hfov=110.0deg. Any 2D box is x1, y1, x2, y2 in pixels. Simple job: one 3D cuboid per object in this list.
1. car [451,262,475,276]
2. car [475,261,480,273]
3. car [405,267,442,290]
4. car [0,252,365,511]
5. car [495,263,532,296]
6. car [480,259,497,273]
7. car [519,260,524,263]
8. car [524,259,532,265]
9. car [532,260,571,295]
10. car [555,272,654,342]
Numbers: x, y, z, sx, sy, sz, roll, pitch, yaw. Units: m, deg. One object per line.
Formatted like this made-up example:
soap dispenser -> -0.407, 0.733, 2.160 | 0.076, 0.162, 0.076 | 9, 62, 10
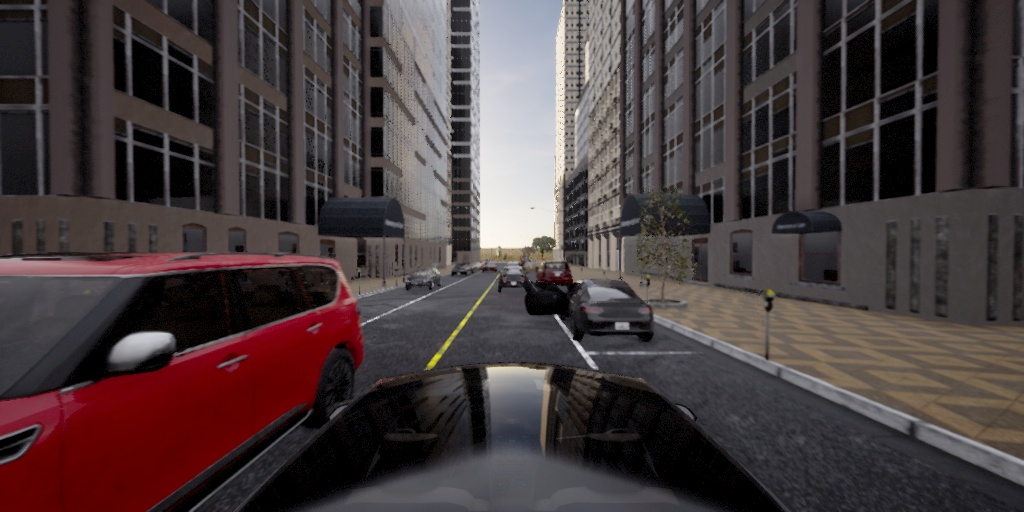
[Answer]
car -> -5.690, 1.531, 40.494 | 1.948, 1.339, 4.313 | 0, 0, 0
car -> -5.690, 1.558, 46.168 | 1.948, 1.339, 4.313 | 0, 0, 0
car -> -5.691, 1.428, 23.470 | 2.007, 1.370, 4.403 | 0, 0, 0
car -> -3.089, 0.978, 2.732 | 2.150, 2.045, 5.566 | 0, 0, 0
car -> 0.097, 1.399, 22.756 | 1.812, 1.442, 4.674 | 0, 0, 0
car -> -3.001, 1.490, 48.863 | 1.882, 1.535, 5.008 | 0, 0, 0
car -> 0.099, 1.529, 44.068 | 2.033, 1.411, 5.357 | 0, 0, 0
car -> 2.691, 1.543, 51.958 | 1.751, 1.417, 4.829 | 0, 0, 0
car -> 2.691, 1.192, 23.413 | 2.192, 1.841, 5.009 | 0, 0, 0
car -> 2.389, 1.326, 9.868 | 1.812, 1.442, 4.674 | 0, 0, 2
